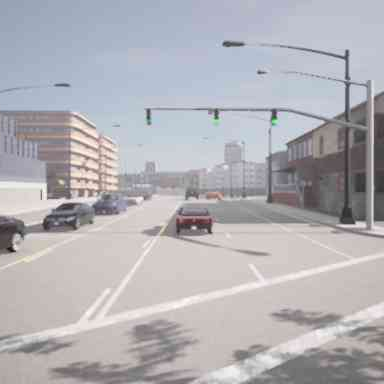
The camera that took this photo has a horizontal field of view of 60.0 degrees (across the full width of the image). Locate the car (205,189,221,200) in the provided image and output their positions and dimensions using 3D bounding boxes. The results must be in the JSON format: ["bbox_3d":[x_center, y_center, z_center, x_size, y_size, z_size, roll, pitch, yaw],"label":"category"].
[{"bbox_3d":[3.509,0.335,53.605,2.097,1.767,4.553,0,1,0],"label":"car"}]

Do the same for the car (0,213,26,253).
[{"bbox_3d":[-7.096,1.403,10.425,2.128,1.511,4.902,0,1,0],"label":"car"}]

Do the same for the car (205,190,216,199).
[{"bbox_3d":[3.510,0.451,63.650,1.882,1.535,5.008,0,0,0],"label":"car"}]

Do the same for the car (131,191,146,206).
[{"bbox_3d":[-6.994,0.873,39.090,1.895,1.301,4.718,0,2,0],"label":"car"}]

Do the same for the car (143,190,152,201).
[{"bbox_3d":[-6.992,0.535,49.397,1.837,1.490,4.892,0,1,0],"label":"car"}]

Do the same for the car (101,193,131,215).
[{"bbox_3d":[-7.039,0.942,28.932,2.097,1.767,4.553,0,2,1],"label":"car"}]

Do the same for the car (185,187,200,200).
[{"bbox_3d":[0.009,0.207,53.249,2.150,2.045,5.566,0,1,0],"label":"car"}]

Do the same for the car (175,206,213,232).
[{"bbox_3d":[0.104,1.428,18.646,1.895,1.301,4.718,0,1,0],"label":"car"}]

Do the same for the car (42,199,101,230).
[{"bbox_3d":[-7.083,1.330,19.679,1.812,1.442,4.674,0,1,0],"label":"car"}]
